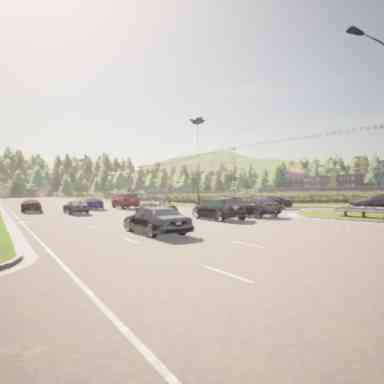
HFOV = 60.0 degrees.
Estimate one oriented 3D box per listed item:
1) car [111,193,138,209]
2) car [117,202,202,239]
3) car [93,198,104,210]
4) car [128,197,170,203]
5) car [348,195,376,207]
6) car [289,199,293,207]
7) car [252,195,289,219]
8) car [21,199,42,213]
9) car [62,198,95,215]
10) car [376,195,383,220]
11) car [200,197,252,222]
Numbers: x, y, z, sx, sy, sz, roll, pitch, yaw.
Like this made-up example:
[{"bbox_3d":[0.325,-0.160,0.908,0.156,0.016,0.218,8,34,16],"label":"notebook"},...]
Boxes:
[{"bbox_3d":[-8.441,1.127,41.900,2.150,2.045,5.566,-1,1,-31],"label":"car"},{"bbox_3d":[-1.892,1.475,17.168,2.033,1.411,5.357,-1,0,-31],"label":"car"},{"bbox_3d":[-12.676,1.458,42.187,1.882,1.535,5.008,-1,1,-31],"label":"car"},{"bbox_3d":[-2.834,1.388,25.615,2.128,1.511,4.902,-1,0,-31],"label":"car"},{"bbox_3d":[19.074,0.987,34.298,5.357,1.411,2.033,-1,0,0],"label":"car"},{"bbox_3d":[8.251,1.108,35.905,5.008,1.535,1.882,-1,0,17],"label":"car"},{"bbox_3d":[4.877,1.240,26.328,2.128,1.511,4.902,-1,0,-31],"label":"car"},{"bbox_3d":[-18.690,1.591,38.612,1.882,1.535,5.008,-1,1,-31],"label":"car"},{"bbox_3d":[-11.922,1.562,34.069,2.033,1.411,5.357,-1,0,-31],"label":"car"},{"bbox_3d":[11.694,0.914,14.835,2.150,2.045,5.566,-1,1,-31],"label":"car"},{"bbox_3d":[1.901,1.166,24.484,2.097,1.767,4.553,-1,0,-31],"label":"car"}]
